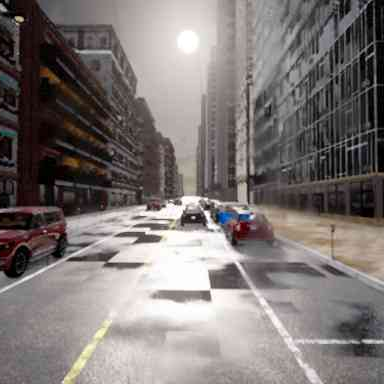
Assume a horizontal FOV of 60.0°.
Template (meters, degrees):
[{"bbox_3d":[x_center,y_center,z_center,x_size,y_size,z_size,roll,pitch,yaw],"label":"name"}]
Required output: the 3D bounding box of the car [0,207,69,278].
[{"bbox_3d":[-5.671,1.437,10.814,2.192,1.841,5.009,1,-1,0],"label":"car"}]

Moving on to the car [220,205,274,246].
[{"bbox_3d":[2.709,1.625,16.459,1.967,1.590,4.097,1,-1,0],"label":"car"}]

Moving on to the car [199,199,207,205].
[{"bbox_3d":[2.728,2.502,84.268,1.802,1.307,4.206,1,-1,0],"label":"car"}]

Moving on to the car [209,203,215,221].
[{"bbox_3d":[2.710,1.876,27.760,1.947,1.339,4.313,1,-1,0],"label":"car"}]

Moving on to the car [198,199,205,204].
[{"bbox_3d":[2.731,2.622,95.570,1.802,1.307,4.206,1,-1,0],"label":"car"}]

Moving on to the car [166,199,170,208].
[{"bbox_3d":[-5.659,2.243,61.670,1.947,1.339,4.313,1,-1,0],"label":"car"}]

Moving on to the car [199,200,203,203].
[{"bbox_3d":[0.113,2.063,41.739,1.895,1.301,4.718,0,-1,0],"label":"car"}]

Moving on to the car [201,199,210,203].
[{"bbox_3d":[2.717,2.122,50.364,1.947,1.339,4.313,1,-1,0],"label":"car"}]

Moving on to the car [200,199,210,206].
[{"bbox_3d":[2.725,2.350,72.967,2.008,1.369,4.403,1,-1,0],"label":"car"}]

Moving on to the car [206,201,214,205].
[{"bbox_3d":[2.712,1.938,33.411,1.947,1.339,4.313,1,-1,0],"label":"car"}]

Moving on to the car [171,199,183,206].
[{"bbox_3d":[-2.978,2.270,71.082,1.837,1.490,4.892,0,-1,0],"label":"car"}]

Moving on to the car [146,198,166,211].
[{"bbox_3d":[-5.659,1.870,50.371,2.192,1.841,5.009,1,-1,0],"label":"car"}]

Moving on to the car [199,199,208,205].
[{"bbox_3d":[2.726,2.410,78.618,2.008,1.369,4.403,1,-1,0],"label":"car"}]

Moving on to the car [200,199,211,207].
[{"bbox_3d":[2.725,2.178,67.318,1.967,1.590,4.097,1,-1,0],"label":"car"}]

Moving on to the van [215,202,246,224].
[{"bbox_3d":[2.712,1.589,22.112,1.690,1.788,3.998,1,-1,0],"label":"van"}]

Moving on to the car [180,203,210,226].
[{"bbox_3d":[0.109,1.855,26.161,1.994,1.385,4.181,0,-1,0],"label":"car"}]
